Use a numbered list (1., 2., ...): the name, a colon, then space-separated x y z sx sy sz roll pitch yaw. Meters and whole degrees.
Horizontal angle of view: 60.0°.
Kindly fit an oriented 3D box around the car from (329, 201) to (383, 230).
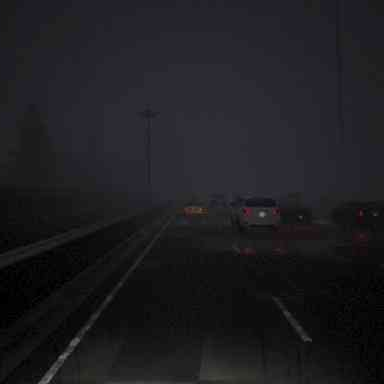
1. car: 10.613 1.346 21.363 2.097 1.767 4.553 0 0 0

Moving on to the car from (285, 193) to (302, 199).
1. car: 14.126 1.210 47.907 2.150 2.045 5.566 0 0 0

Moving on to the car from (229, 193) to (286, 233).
1. car: 3.615 1.217 19.803 2.150 2.045 5.566 0 0 0

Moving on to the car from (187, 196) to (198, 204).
1. car: 0.140 1.553 65.377 1.994 1.385 4.181 0 0 0

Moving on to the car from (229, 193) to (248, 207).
1. car: 7.131 1.211 51.493 2.150 2.045 5.566 0 0 0

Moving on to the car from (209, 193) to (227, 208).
1. car: 3.629 1.213 47.272 2.150 2.045 5.566 0 0 0

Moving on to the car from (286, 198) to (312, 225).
1. car: 7.117 1.472 24.262 1.882 1.535 5.008 0 0 0

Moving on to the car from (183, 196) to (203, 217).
1. car: 0.118 1.451 31.365 1.801 1.575 5.366 0 0 0

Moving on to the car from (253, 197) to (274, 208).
1. car: 10.631 1.537 49.624 2.033 1.411 5.357 0 0 0
